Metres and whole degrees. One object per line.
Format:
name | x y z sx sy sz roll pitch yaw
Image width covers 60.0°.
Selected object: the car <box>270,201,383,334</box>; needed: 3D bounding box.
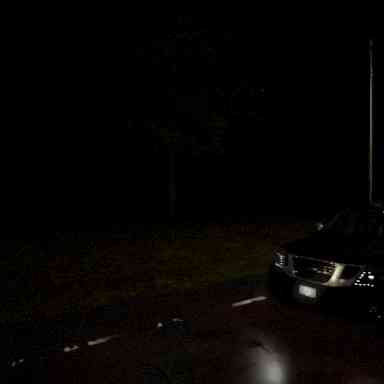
car | 4.090 1.236 6.910 5.566 2.045 2.150 0 0 -35
